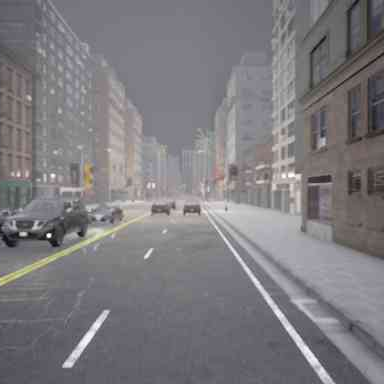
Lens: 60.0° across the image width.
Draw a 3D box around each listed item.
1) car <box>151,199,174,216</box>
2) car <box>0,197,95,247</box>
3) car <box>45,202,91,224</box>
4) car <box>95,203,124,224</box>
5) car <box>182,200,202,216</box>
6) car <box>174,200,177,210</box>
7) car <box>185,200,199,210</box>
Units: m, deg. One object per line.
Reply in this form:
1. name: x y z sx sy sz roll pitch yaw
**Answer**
1. car: -3.242 1.651 35.470 1.882 1.535 5.008 0 0 0
2. car: -6.586 1.296 15.730 2.150 2.045 5.566 0 0 0
3. car: -9.833 1.634 26.851 1.837 1.490 4.892 0 0 0
4. car: -6.585 1.616 25.887 2.128 1.511 4.902 0 0 0
5. car: 0.009 1.652 35.549 1.882 1.535 5.008 0 0 0
6. car: -3.224 1.716 47.590 1.882 1.535 5.008 0 0 0
7. car: 0.021 1.801 47.200 1.994 1.385 4.181 0 0 0
